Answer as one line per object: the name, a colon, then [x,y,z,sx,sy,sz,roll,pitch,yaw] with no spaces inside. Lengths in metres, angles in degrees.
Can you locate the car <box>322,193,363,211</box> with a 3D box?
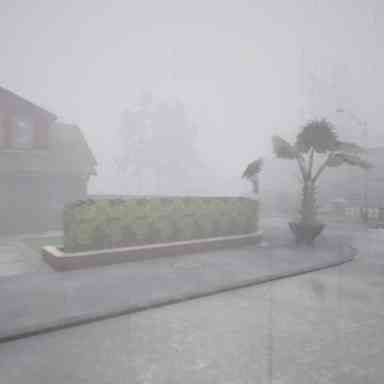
car: [16.008,1.039,35.241,3.866,1.878,1.905,0,0,0]

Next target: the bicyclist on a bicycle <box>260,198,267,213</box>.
bicyclist on a bicycle: [7.163,1.390,34.159,1.656,1.620,0.582,0,0,-35]
